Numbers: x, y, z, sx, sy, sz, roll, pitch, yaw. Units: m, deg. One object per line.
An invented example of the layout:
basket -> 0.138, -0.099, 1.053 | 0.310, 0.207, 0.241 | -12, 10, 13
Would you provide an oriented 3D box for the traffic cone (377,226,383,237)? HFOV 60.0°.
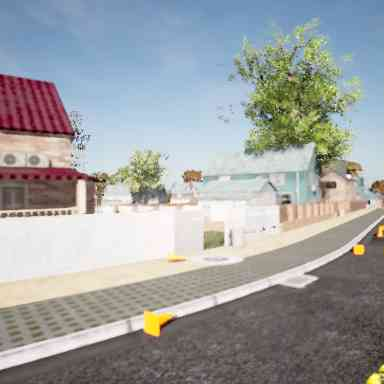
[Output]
traffic cone -> 10.459, 2.176, 18.464 | 0.340, 0.580, 0.340 | -1, -1, 33
